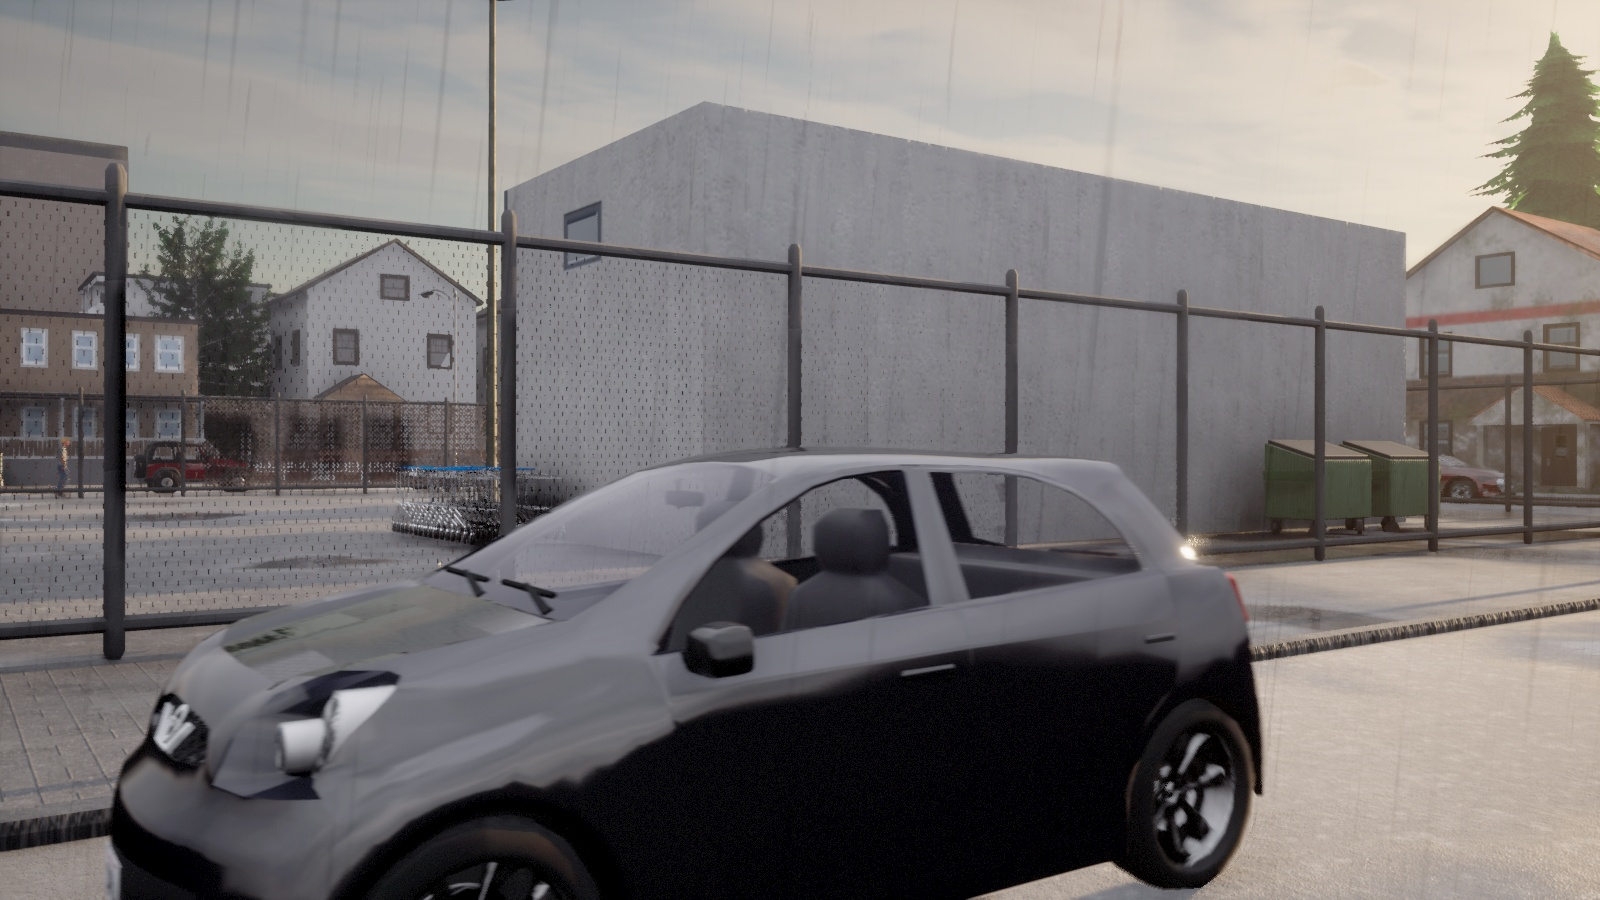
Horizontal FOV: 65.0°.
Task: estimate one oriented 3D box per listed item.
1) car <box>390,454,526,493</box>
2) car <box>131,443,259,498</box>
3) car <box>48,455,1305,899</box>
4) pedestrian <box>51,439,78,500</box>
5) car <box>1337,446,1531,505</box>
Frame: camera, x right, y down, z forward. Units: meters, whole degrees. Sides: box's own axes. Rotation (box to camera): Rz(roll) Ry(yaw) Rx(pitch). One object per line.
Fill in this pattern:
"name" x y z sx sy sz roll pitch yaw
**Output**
"car" -13.605 0.901 50.073 4.892 1.490 1.837 0 0 -33
"car" -21.459 0.695 44.568 3.866 1.878 1.905 0 0 -34
"car" -0.262 0.769 4.088 3.633 1.501 1.845 0 0 -35
"pedestrian" -22.678 0.597 38.735 0.706 1.836 0.354 0 0 -34
"car" 19.144 0.727 38.124 2.033 1.649 4.856 0 0 -35
